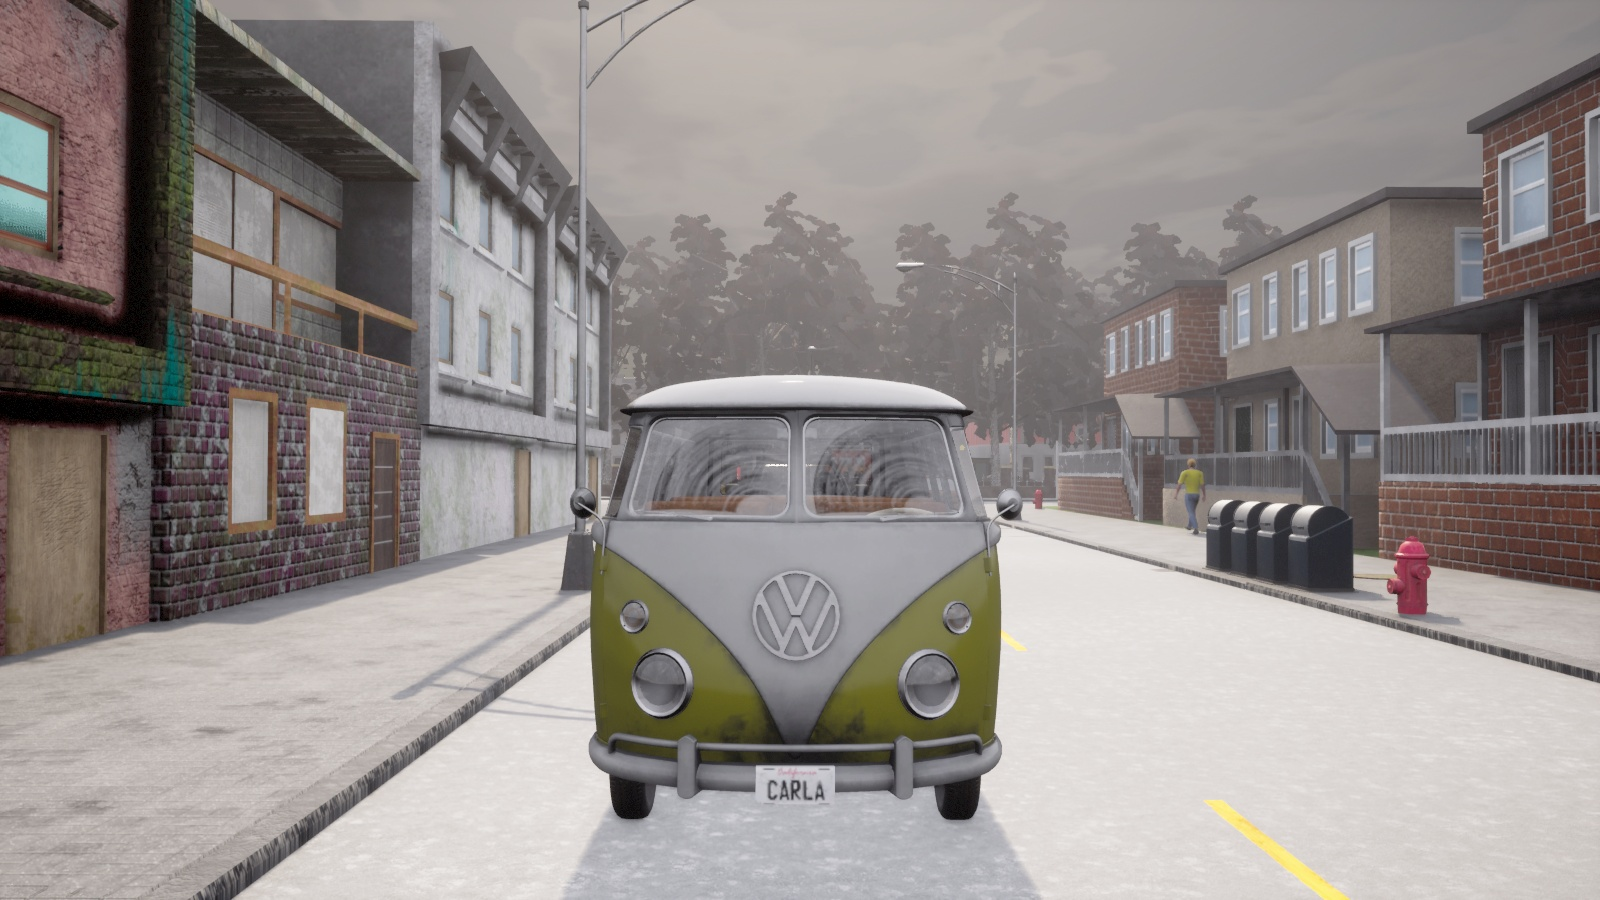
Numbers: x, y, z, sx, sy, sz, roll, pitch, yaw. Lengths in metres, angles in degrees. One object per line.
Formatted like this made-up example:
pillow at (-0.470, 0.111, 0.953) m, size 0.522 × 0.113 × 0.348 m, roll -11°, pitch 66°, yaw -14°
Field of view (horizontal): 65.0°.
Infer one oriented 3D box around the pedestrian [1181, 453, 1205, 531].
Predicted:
pedestrian at (9.304, 0.986, 29.762) m, size 0.354 × 1.836 × 0.706 m, roll 0°, pitch -1°, yaw 2°

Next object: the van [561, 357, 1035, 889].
van at (-0.016, 0.684, 6.936) m, size 1.775 × 1.987 × 4.442 m, roll 0°, pitch -1°, yaw 0°
